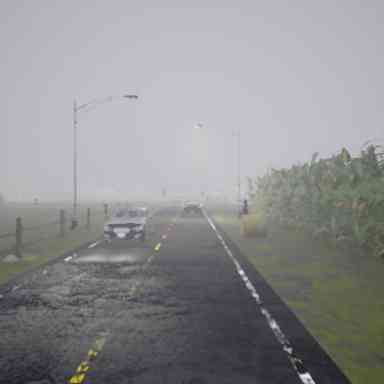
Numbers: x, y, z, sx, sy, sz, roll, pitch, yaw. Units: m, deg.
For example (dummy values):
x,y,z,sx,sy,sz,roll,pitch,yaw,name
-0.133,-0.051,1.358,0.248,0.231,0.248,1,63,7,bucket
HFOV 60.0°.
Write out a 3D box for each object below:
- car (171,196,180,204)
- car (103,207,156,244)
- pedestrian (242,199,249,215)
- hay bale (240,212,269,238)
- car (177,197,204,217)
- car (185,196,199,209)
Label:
x,y,z,sx,sy,sz,roll,pitch,yaw,name
-2.762,1.452,61.865,1.812,1.442,4.674,0,0,0,car
-2.853,1.469,15.857,2.128,1.511,4.902,0,0,0,car
2.822,1.280,17.876,0.375,1.860,0.375,0,0,-3,pedestrian
3.123,1.632,16.777,1.220,1.180,1.240,0,0,0,hay bale
0.047,1.451,30.264,2.128,1.511,4.902,0,0,0,car
0.044,1.416,46.528,1.882,1.535,5.008,0,0,1,car
